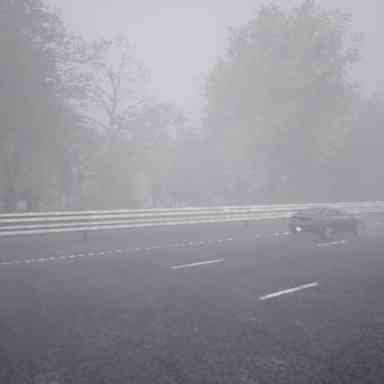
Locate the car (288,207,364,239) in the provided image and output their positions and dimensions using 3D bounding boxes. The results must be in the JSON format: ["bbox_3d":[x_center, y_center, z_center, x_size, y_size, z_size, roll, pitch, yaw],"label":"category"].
[{"bbox_3d":[7.102,1.536,17.414,4.892,1.490,1.837,0,0,-36],"label":"car"}]
